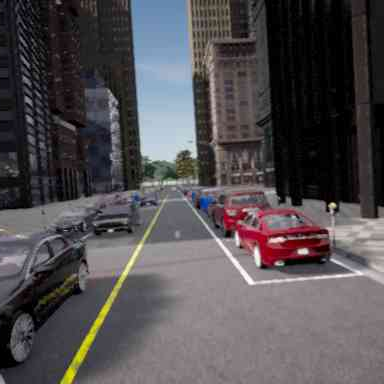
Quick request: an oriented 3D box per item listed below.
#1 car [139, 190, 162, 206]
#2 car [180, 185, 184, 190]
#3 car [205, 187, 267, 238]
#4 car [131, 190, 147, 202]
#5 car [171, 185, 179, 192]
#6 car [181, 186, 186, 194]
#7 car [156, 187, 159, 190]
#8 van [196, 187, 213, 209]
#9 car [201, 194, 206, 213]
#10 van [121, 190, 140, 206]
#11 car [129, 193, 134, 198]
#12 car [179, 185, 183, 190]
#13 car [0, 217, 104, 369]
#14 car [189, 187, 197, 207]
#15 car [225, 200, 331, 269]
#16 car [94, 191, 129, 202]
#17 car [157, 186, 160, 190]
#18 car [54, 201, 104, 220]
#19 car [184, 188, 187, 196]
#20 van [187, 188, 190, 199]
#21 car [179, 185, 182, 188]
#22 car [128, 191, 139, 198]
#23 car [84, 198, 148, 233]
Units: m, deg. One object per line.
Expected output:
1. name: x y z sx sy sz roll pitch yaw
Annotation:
1. car: -4.978 0.884 39.329 2.033 1.411 5.357 -4 1 -3
2. car: -0.923 -0.185 70.665 1.947 1.339 4.313 -5 2 -3
3. car: 2.102 0.823 14.843 2.192 1.841 5.009 -5 2 -3
4. car: -8.513 0.639 53.407 1.967 1.590 4.097 -5 2 -3
5. car: -4.897 -0.737 92.863 1.812 1.442 4.674 -4 2 -3
6. car: -0.640 -0.065 65.470 1.947 1.339 4.313 -5 2 -3
7. car: -10.257 -0.001 85.621 2.008 1.369 4.403 -4 2 -3
8. van: 1.563 0.623 25.002 1.690 1.788 3.998 -5 2 -3
9. car: 1.852 0.976 19.929 1.802 1.307 4.206 -5 2 -3
10. van: -7.980 0.764 43.471 1.690 1.788 3.998 -5 2 -3
11. car: -7.434 1.186 33.721 1.887 1.381 4.507 -5 2 -3
12. car: -1.206 -0.322 75.857 2.008 1.369 4.403 -5 2 -3
13. car: -3.252 1.578 5.908 2.128 1.511 4.902 -4 1 -2
14. car: 1.291 0.483 30.080 2.192 1.841 5.009 -5 2 -3
15. car: 2.390 1.165 9.770 1.887 1.381 4.507 -5 2 -3
16. car: -7.186 1.067 28.837 2.192 1.841 5.009 -5 2 -3
17. car: -10.549 -0.117 90.991 1.947 1.339 4.313 -4 2 -3
18. car: -6.637 1.519 19.087 2.008 1.369 4.403 -5 2 -3
19. car: 0.209 0.306 49.890 1.802 1.307 4.206 -5 2 -3
20. van: 0.752 0.280 40.239 1.690 1.788 3.998 -5 2 -3
21. car: -1.783 -0.599 86.414 1.752 1.417 4.829 -4 2 -3
22. car: -7.707 0.973 38.595 1.967 1.590 4.097 -5 2 -3
23. car: -3.906 1.362 18.148 2.033 1.411 5.357 -4 1 -2
